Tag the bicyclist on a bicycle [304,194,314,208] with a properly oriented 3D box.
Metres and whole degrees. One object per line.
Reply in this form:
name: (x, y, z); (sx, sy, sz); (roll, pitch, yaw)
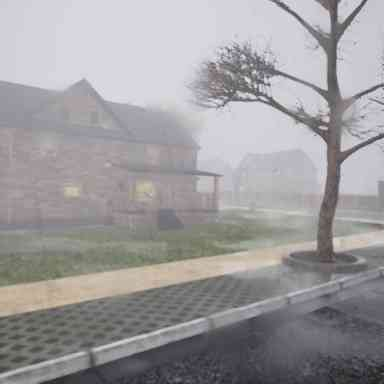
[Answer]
bicyclist on a bicycle: (12.931, 1.003, 36.696); (1.656, 1.620, 0.582); (1, 1, -29)
